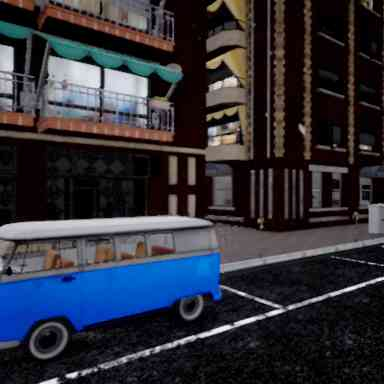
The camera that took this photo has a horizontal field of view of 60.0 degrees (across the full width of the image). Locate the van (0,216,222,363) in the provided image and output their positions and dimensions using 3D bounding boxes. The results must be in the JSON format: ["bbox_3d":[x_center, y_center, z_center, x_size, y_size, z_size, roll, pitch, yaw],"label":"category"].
[{"bbox_3d":[-1.368,1.341,5.578,3.998,1.788,1.690,0,0,-36],"label":"van"}]
